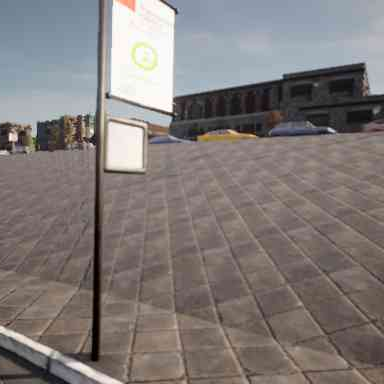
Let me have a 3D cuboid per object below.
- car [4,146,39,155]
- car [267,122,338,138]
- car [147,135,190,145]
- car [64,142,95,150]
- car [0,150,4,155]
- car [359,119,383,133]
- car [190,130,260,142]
[{"bbox_3d":[-20.242,-4.752,40.426,4.553,1.767,2.185,2,1,34],"label":"car"},{"bbox_3d":[7.469,-3.904,22.392,4.553,1.767,2.185,2,1,31],"label":"car"},{"bbox_3d":[-1.995,-4.055,28.139,4.674,1.452,2.002,2,1,33],"label":"car"},{"bbox_3d":[-11.205,-4.383,34.268,4.892,1.521,2.231,2,1,34],"label":"car"},{"bbox_3d":[-24.784,-4.707,43.521,4.674,1.452,2.002,2,1,34],"label":"car"},{"bbox_3d":[12.458,-3.586,19.593,4.792,1.488,2.163,2,1,29],"label":"car"},{"bbox_3d":[2.715,-3.936,25.210,5.008,1.535,2.097,2,1,32],"label":"car"}]
